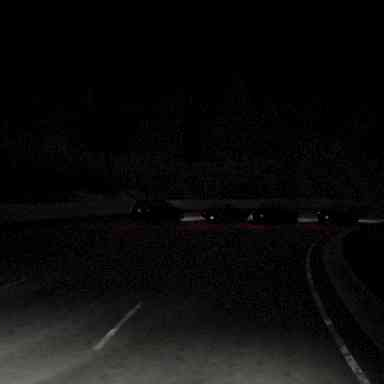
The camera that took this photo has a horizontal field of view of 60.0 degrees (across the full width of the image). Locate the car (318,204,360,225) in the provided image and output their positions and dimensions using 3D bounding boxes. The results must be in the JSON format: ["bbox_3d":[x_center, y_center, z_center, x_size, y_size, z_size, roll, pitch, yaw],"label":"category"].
[{"bbox_3d":[11.137,1.614,25.240,1.812,1.442,4.674,0,0,44],"label":"car"}]

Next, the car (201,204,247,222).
[{"bbox_3d":[2.836,1.631,26.421,1.895,1.301,4.718,0,0,38],"label":"car"}]

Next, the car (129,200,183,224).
[{"bbox_3d":[-2.574,1.344,25.073,2.097,1.767,4.553,0,0,32],"label":"car"}]

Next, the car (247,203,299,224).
[{"bbox_3d":[6.425,1.533,25.202,1.882,1.535,5.008,0,0,39],"label":"car"}]
